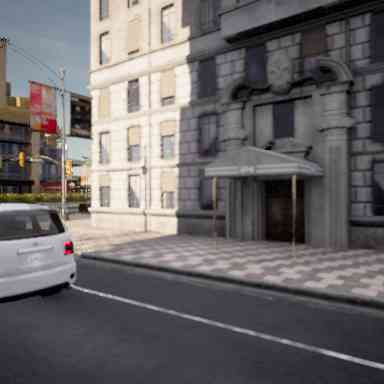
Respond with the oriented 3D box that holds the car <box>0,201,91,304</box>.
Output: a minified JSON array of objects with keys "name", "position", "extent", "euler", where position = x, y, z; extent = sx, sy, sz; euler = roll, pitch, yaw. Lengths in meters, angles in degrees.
[{"name":"car","position":[-4.931,1.270,7.408],"extent":[5.566,2.045,2.150],"euler":[0,0,35]}]
